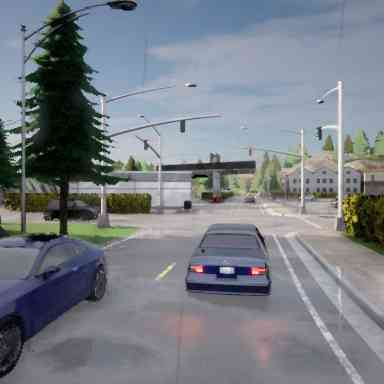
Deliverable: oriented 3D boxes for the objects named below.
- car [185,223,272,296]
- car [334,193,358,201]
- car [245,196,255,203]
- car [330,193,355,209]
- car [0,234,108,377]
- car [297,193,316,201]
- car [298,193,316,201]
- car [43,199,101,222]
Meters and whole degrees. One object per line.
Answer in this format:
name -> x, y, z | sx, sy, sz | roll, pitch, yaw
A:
car -> 1.085, 1.547, 8.845 | 2.033, 1.411, 5.357 | 0, 0, 10
car -> 34.514, 1.097, 74.628 | 4.605, 1.855, 1.932 | 0, 0, 10
car -> 11.692, 1.490, 66.947 | 2.128, 1.511, 4.902 | 0, 0, 10
car -> 20.231, 1.330, 42.329 | 5.027, 1.636, 2.152 | 0, 0, 10
car -> -2.958, 1.526, 5.731 | 1.812, 1.442, 4.674 | 0, 0, 7
car -> 26.159, 1.361, 76.070 | 3.806, 1.475, 1.970 | 0, 0, 10
car -> 27.340, 1.077, 79.237 | 3.866, 1.878, 1.905 | 0, 0, 10
car -> -9.162, 1.352, 26.041 | 4.553, 1.767, 2.097 | 0, 0, 10
